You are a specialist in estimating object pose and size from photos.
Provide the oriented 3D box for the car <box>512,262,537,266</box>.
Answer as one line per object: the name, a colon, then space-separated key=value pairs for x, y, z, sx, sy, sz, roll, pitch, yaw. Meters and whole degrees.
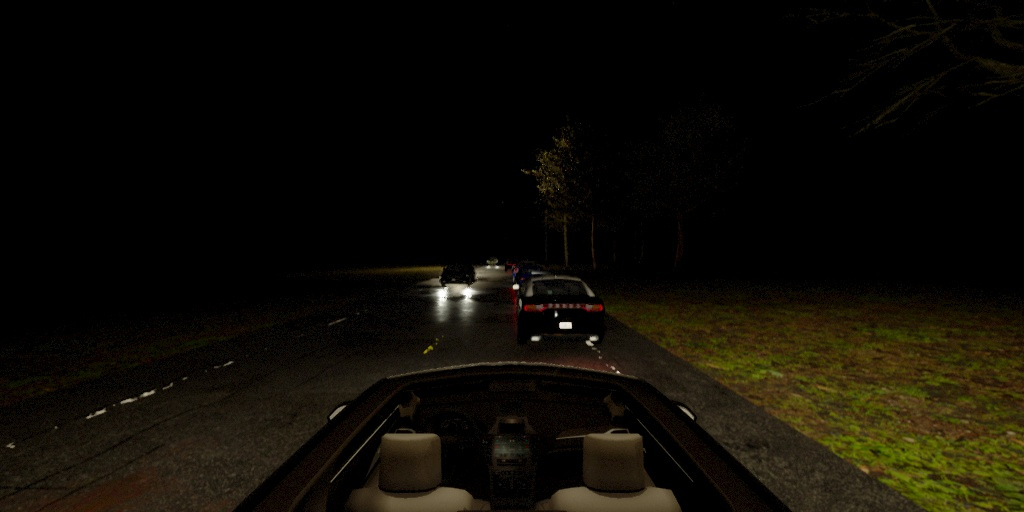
car: x=1.057 y=1.238 z=19.525 sx=1.812 sy=1.442 sz=4.674 roll=0 pitch=0 yaw=0

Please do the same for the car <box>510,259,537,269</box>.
car: x=1.059 y=1.060 z=25.496 sx=2.097 sy=1.767 sz=4.553 roll=0 pitch=0 yaw=0

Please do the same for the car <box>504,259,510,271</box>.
car: x=0.041 y=1.207 z=46.809 sx=1.837 sy=1.490 sz=4.892 roll=0 pitch=0 yaw=0

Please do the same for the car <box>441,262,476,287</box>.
car: x=-3.588 y=1.186 z=24.579 sx=1.882 sy=1.535 sz=5.008 roll=0 pitch=0 yaw=0

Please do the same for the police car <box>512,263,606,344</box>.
police car: x=1.053 y=1.154 z=9.634 sx=1.930 sy=1.638 sz=5.238 roll=0 pitch=0 yaw=0
